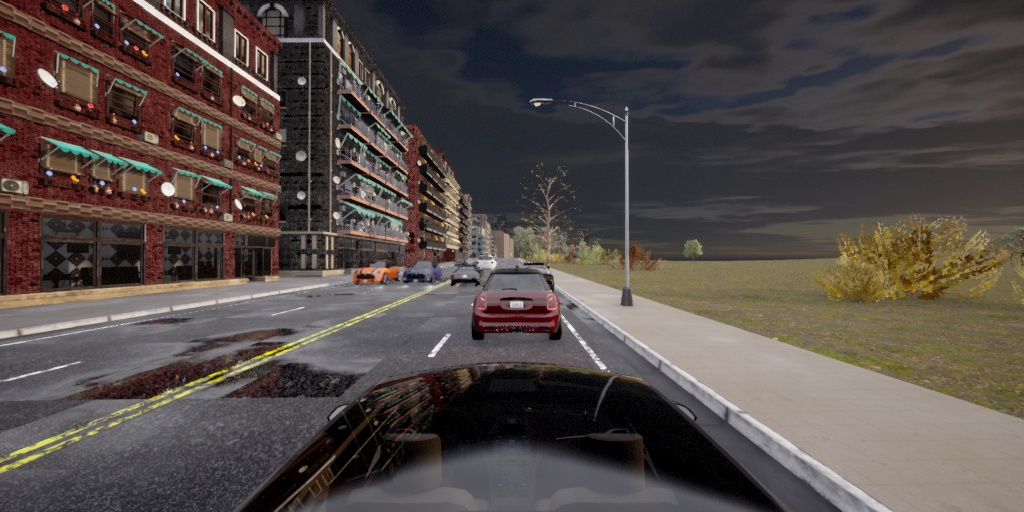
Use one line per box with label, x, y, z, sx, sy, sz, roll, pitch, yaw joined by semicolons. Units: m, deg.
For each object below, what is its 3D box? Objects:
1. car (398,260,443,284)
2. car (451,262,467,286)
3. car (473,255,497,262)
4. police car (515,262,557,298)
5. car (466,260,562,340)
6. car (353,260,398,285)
car;-6.550;1.104;26.636;2.097;1.767;4.553;0;0;0
car;-3.101;1.316;25.608;1.994;1.385;4.181;0;0;0
car;-3.062;0.965;43.866;2.150;2.045;5.566;0;-1;0
police car;1.173;1.177;19.622;1.930;1.638;5.238;0;0;0
car;0.112;1.103;10.126;2.097;1.767;4.553;0;0;0
car;-9.801;1.104;26.219;2.097;1.767;4.553;0;0;0
